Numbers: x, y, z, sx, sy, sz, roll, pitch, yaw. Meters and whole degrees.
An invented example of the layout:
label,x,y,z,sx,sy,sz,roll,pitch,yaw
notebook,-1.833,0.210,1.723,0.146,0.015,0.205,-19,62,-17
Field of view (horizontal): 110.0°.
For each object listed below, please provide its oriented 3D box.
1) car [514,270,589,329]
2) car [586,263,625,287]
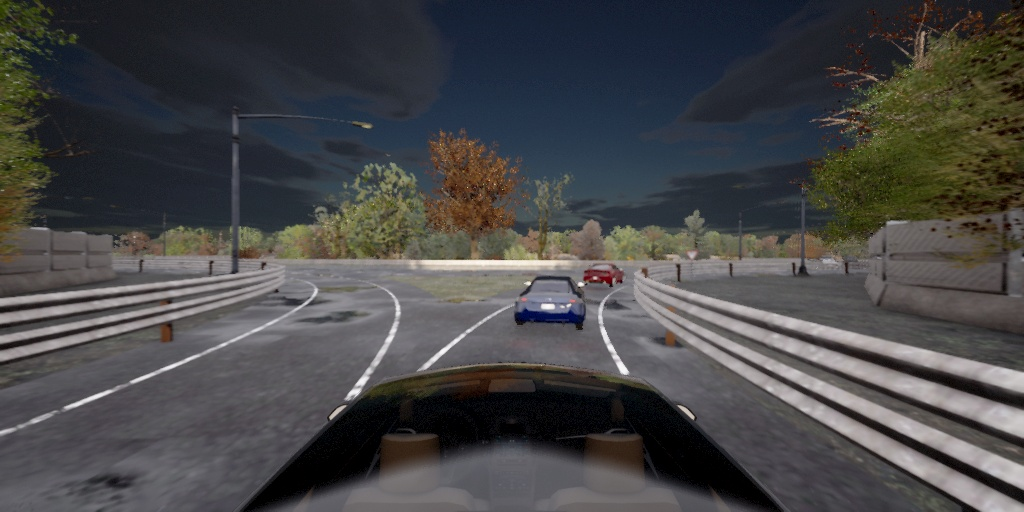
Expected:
label,x,y,z,sx,sy,sz,roll,pitch,yaw
car,1.321,1.305,11.434,1.994,1.385,4.181,0,0,11
car,6.360,1.225,24.502,1.882,1.535,5.008,0,0,29
